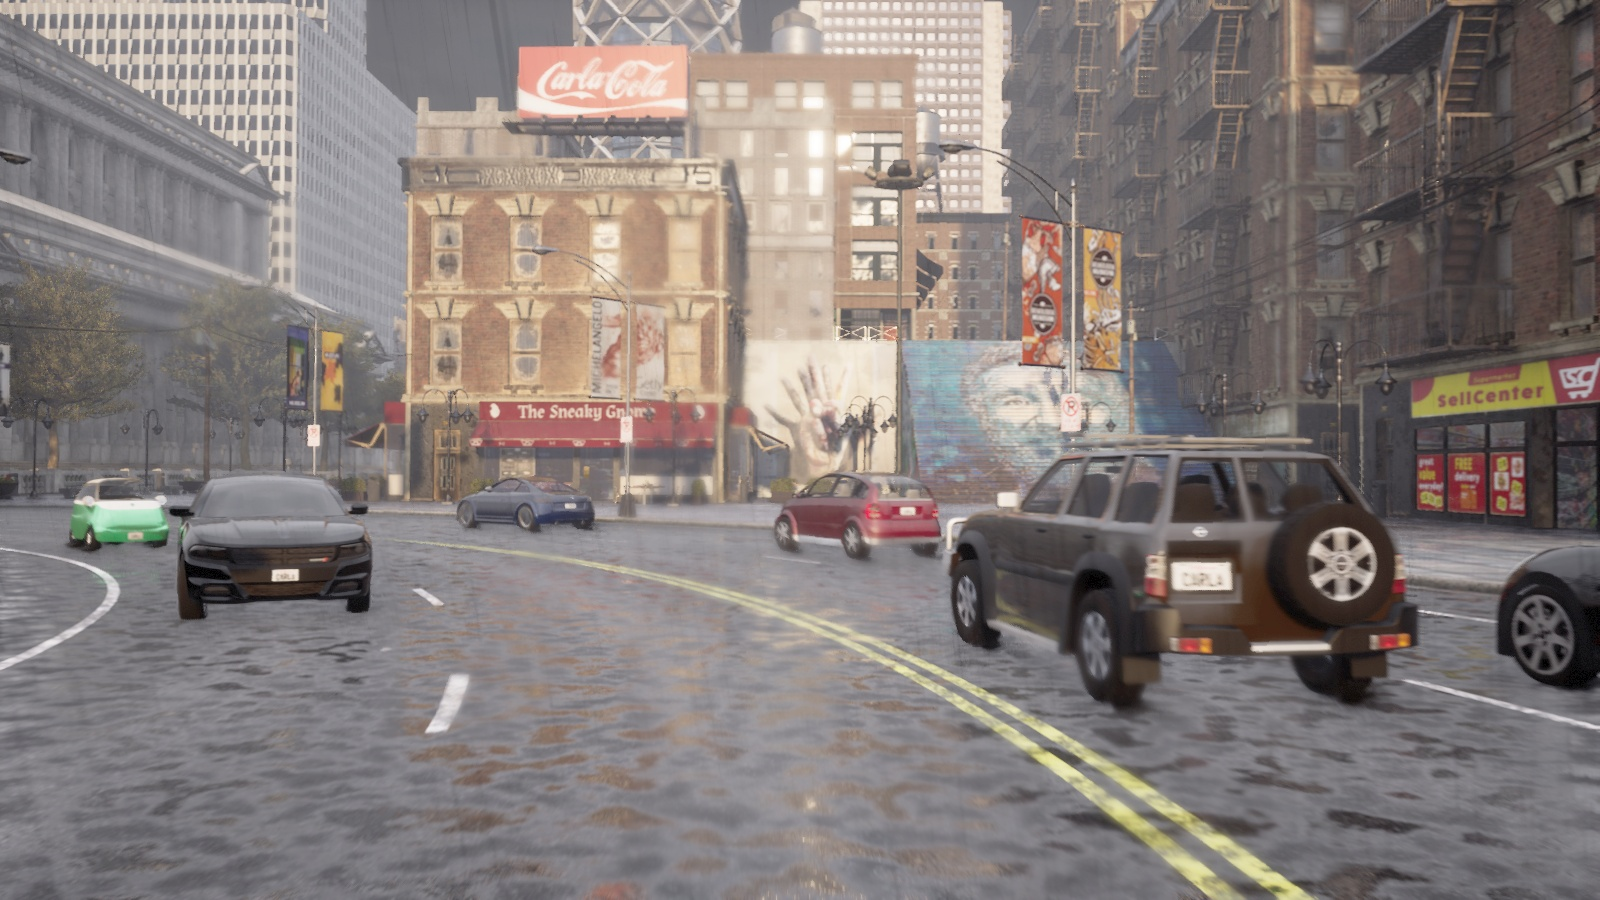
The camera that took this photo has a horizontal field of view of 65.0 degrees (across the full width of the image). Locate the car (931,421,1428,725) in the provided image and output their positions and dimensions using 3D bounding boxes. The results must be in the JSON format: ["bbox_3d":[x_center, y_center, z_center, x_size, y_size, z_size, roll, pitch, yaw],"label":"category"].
[{"bbox_3d":[2.635,0.790,10.103,1.932,1.855,4.605,0,-1,-10],"label":"car"}]

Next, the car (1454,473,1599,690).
[{"bbox_3d":[6.492,0.893,8.357,1.970,1.475,3.806,0,-1,-7],"label":"car"}]

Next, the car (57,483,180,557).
[{"bbox_3d":[-13.477,1.340,24.807,2.207,1.376,1.481,-2,-2,42],"label":"car"}]

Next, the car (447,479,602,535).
[{"bbox_3d":[-7.399,1.470,33.529,4.181,1.385,1.994,-1,-1,42],"label":"car"}]

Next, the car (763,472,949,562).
[{"bbox_3d":[0.967,1.185,23.629,1.789,1.549,3.705,0,-1,-30],"label":"car"}]

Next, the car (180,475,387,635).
[{"bbox_3d":[-6.243,1.066,14.820,1.882,1.535,5.008,0,-1,-27],"label":"car"}]
